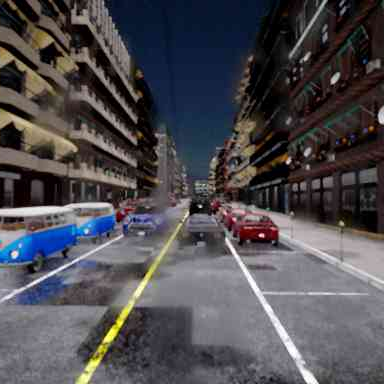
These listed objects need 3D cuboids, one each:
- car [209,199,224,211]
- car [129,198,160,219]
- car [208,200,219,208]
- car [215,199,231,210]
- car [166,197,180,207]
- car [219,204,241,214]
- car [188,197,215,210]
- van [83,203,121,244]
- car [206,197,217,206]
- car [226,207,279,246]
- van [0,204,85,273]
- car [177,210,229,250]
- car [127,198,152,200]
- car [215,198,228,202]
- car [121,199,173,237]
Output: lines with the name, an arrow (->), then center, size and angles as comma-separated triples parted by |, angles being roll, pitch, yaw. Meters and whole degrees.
car -> 3.632, 1.857, 49.098 | 1.967, 1.590, 4.097 | 1, -1, 1
car -> -4.579, 1.547, 32.745 | 2.192, 1.841, 5.009 | 2, 0, 1
car -> 3.877, 2.108, 60.156 | 1.802, 1.307, 4.206 | 1, -1, 1
car -> 3.178, 1.660, 26.978 | 1.967, 1.590, 4.097 | 2, 0, 1
car -> -3.959, 1.806, 60.390 | 2.192, 1.841, 5.009 | 2, -1, 1
car -> 3.043, 1.719, 21.447 | 1.887, 1.381, 4.507 | 2, 0, 1
car -> 0.820, 1.480, 32.937 | 2.150, 2.045, 5.566 | 0, 0, 1
van -> -4.953, 1.436, 16.159 | 1.690, 1.788, 3.998 | 2, 0, 1
car -> 4.132, 1.958, 71.218 | 2.192, 1.841, 5.009 | 1, -1, 1
car -> 2.919, 1.675, 15.919 | 1.887, 1.381, 4.507 | 2, 0, 1
van -> -5.076, 1.393, 10.629 | 1.690, 1.788, 3.998 | 2, 0, 1
car -> 0.412, 1.711, 14.938 | 1.895, 1.301, 4.718 | 0, 0, 1
car -> -4.703, 1.501, 27.217 | 2.192, 1.841, 5.009 | 2, 0, 1
car -> 3.388, 1.629, 38.039 | 2.192, 1.841, 5.009 | 2, 0, 1
car -> -2.446, 1.478, 18.705 | 2.097, 1.767, 4.553 | 0, 0, 1
